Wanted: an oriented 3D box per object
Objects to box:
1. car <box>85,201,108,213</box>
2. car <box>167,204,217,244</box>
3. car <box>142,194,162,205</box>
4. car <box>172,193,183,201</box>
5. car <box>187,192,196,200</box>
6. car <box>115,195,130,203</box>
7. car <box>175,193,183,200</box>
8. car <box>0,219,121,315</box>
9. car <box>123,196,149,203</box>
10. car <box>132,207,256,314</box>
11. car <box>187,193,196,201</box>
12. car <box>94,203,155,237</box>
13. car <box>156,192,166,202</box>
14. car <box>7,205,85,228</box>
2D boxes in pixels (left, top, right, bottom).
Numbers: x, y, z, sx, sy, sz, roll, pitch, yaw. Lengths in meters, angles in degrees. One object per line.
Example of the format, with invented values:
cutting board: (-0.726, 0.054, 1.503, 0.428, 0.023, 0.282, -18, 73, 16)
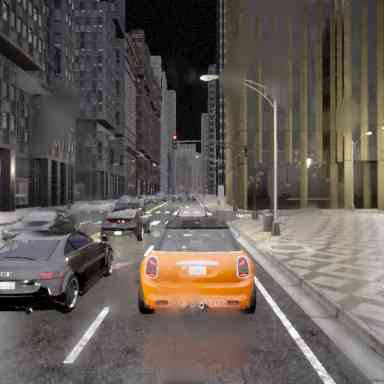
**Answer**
car: (-9.887, 1.560, 34.050, 1.895, 1.301, 4.718, 0, 0, 0)
car: (0.015, 1.480, 16.770, 2.128, 1.511, 4.902, 0, 0, 1)
car: (-6.647, 1.442, 55.453, 2.033, 1.411, 5.357, 0, 0, 0)
car: (-3.327, 1.176, 74.279, 2.097, 1.767, 4.553, 0, 0, 0)
car: (-0.088, 0.982, 84.287, 2.097, 1.767, 4.553, 0, 0, 0)
car: (-9.896, 1.268, 48.923, 2.097, 1.767, 4.553, 0, 0, 0)
car: (-3.338, 1.126, 84.315, 1.837, 1.490, 4.892, 0, 0, 0)
car: (-3.164, 1.562, 7.667, 1.994, 1.385, 4.181, 0, 0, 0)
car: (-6.231, 1.497, 37.735, 2.033, 1.411, 5.357, 0, 0, -6)
car: (0.096, 1.350, 7.764, 2.097, 1.767, 4.553, 0, 0, 0)
car: (-0.077, 1.345, 74.313, 1.812, 1.442, 4.674, 0, 0, 0)
car: (-3.165, 1.494, 16.563, 1.837, 1.490, 4.892, 0, 0, 0)
car: (-6.573, 1.069, 69.194, 2.150, 2.045, 5.566, 0, 0, 0)
car: (-6.616, 1.516, 15.086, 1.812, 1.442, 4.674, 0, 0, 0)
